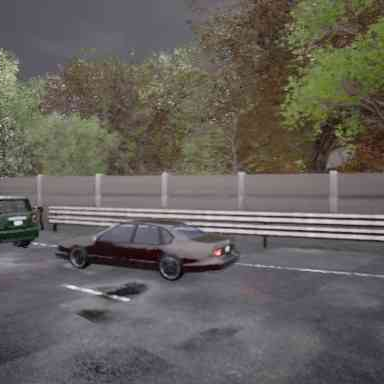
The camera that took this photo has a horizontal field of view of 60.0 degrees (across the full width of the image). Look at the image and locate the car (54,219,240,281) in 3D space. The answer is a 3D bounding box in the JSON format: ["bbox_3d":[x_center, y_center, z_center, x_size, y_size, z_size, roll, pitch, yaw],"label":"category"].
[{"bbox_3d":[-1.375,1.498,9.556,5.357,1.411,2.033,0,0,25],"label":"car"}]

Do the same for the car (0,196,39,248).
[{"bbox_3d":[-8.417,1.165,12.918,5.566,2.045,2.150,0,0,29],"label":"car"}]
